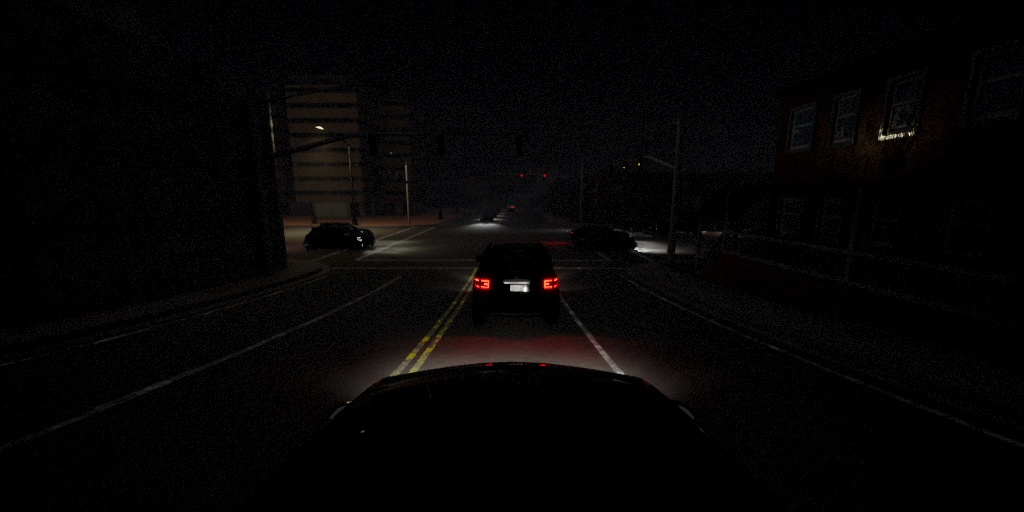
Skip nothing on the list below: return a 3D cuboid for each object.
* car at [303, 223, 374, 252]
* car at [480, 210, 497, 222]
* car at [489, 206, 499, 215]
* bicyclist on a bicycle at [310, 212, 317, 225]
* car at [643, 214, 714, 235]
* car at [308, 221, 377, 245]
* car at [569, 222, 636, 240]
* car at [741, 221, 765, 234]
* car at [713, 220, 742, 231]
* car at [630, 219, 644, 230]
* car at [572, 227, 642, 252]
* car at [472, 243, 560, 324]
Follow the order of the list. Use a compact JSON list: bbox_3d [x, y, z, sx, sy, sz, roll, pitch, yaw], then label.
[{"bbox_3d":[-12.495,-1.333,25.973,4.553,1.767,2.097,1,10,3],"label":"car"},{"bbox_3d":[-3.705,-5.863,54.075,1.895,1.301,4.718,0,10,0],"label":"car"},{"bbox_3d":[-3.698,-7.428,62.823,1.812,1.442,4.674,0,10,0],"label":"car"},{"bbox_3d":[-25.359,-4.769,45.817,0.582,1.620,1.656,0,10,0],"label":"bicyclist on a bicycle"},{"bbox_3d":[16.891,-3.265,36.613,5.566,2.045,2.150,0,10,0],"label":"car"},{"bbox_3d":[-13.898,-1.959,29.647,4.553,1.767,2.097,0,10,-1],"label":"car"},{"bbox_3d":[7.223,-1.784,29.571,4.892,1.490,1.837,0,10,0],"label":"car"},{"bbox_3d":[26.687,-2.959,36.646,4.674,1.442,1.812,0,10,0],"label":"car"},{"bbox_3d":[23.848,-3.550,40.096,4.674,1.442,1.812,0,10,0],"label":"car"},{"bbox_3d":[14.770,-3.483,40.140,4.718,1.301,1.895,0,10,0],"label":"car"},{"bbox_3d":[6.821,-1.138,26.131,4.181,1.385,1.994,0,10,0],"label":"car"},{"bbox_3d":[0.067,0.605,10.697,2.150,2.045,5.566,0,4,-1],"label":"car"}]
